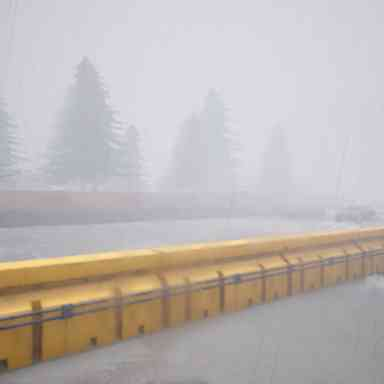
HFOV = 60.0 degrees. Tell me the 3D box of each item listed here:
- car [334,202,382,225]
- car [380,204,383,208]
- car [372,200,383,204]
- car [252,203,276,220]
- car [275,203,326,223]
[{"bbox_3d":[13.676,1.842,27.727,4.892,1.490,1.837,1,0,-42],"label":"car"},{"bbox_3d":[16.496,1.855,25.546,4.892,1.490,1.837,1,0,-42],"label":"car"},{"bbox_3d":[34.622,2.219,62.230,1.882,1.535,5.008,0,0,34],"label":"car"},{"bbox_3d":[7.820,1.785,31.905,5.008,1.535,1.882,1,0,-41],"label":"car"},{"bbox_3d":[9.759,1.783,28.967,5.008,1.535,1.882,1,0,-41],"label":"car"}]
